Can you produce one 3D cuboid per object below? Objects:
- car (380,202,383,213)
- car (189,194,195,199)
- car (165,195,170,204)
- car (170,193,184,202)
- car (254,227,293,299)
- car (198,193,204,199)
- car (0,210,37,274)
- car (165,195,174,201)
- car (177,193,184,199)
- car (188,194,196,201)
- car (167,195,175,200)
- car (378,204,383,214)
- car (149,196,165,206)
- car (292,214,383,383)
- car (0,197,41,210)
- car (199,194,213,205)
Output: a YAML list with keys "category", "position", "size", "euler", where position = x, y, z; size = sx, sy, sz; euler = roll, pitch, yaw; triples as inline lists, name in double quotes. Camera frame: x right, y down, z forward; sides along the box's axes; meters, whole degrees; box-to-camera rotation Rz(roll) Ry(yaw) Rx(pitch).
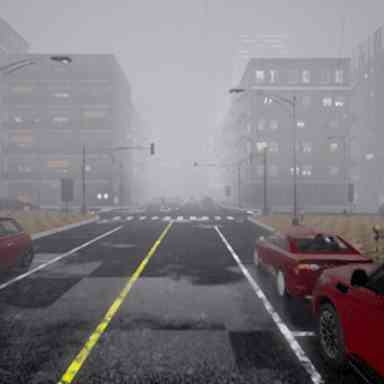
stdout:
- category: "car"
  position: [26.254, 1.934, 41.317]
  size: [4.829, 1.417, 1.752]
  euler: [1, -1, 0]
- category: "car"
  position: [-0.008, 1.316, 93.538]
  size: [1.812, 1.442, 4.674]
  euler: [0, 0, 0]
- category: "car"
  position: [-5.688, 1.447, 62.808]
  size: [1.887, 1.381, 4.507]
  euler: [1, 0, 0]
- category: "car"
  position: [-3.006, 1.429, 72.050]
  size: [2.033, 1.411, 5.357]
  euler: [0, 0, 0]
- category: "car"
  position: [2.697, 1.531, 8.235]
  size: [1.887, 1.381, 4.507]
  euler: [1, 0, 0]
- category: "car"
  position: [2.694, 1.343, 62.795]
  size: [1.967, 1.590, 4.097]
  euler: [1, 0, 0]
- category: "car"
  position: [-5.682, 1.426, 8.236]
  size: [1.967, 1.590, 4.097]
  euler: [1, 0, 0]
- category: "car"
  position: [-5.690, 1.398, 84.733]
  size: [1.752, 1.417, 4.829]
  euler: [1, 0, 0]
- category: "car"
  position: [-3.008, 1.008, 87.715]
  size: [1.812, 1.442, 4.674]
  euler: [0, 0, 0]
- category: "car"
  position: [-0.005, 1.412, 83.116]
  size: [2.033, 1.411, 5.357]
  euler: [0, 0, 0]
- category: "car"
  position: [-5.691, 1.416, 90.426]
  size: [2.008, 1.369, 4.403]
  euler: [1, 0, 0]
- category: "car"
  position: [20.844, 1.697, 32.963]
  size: [4.097, 1.590, 1.967]
  euler: [1, -1, 0]
- category: "car"
  position: [-5.687, 1.444, 51.592]
  size: [1.752, 1.417, 4.829]
  euler: [1, 0, 0]
- category: "car"
  position: [2.700, 1.311, 2.675]
  size: [2.192, 1.841, 5.009]
  euler: [1, 0, 0]
- category: "car"
  position: [-17.255, 1.206, 32.635]
  size: [4.507, 1.381, 1.887]
  euler: [1, -1, 0]
- category: "car"
  position: [2.693, 1.456, 57.272]
  size: [1.887, 1.381, 4.507]
  euler: [1, 0, 0]
